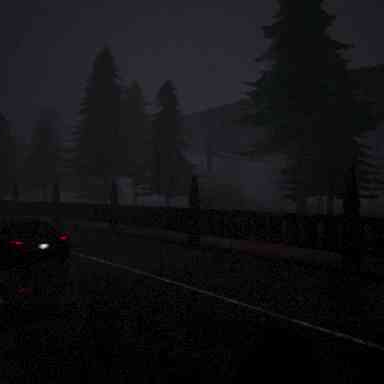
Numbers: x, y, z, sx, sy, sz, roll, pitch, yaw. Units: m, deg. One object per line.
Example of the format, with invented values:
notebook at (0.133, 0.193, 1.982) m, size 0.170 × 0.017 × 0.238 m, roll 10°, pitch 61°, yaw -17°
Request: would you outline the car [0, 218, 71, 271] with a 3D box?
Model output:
car at (-5.806, 1.566, 11.151) m, size 4.181 × 1.385 × 1.994 m, roll 0°, pitch 0°, yaw 44°
